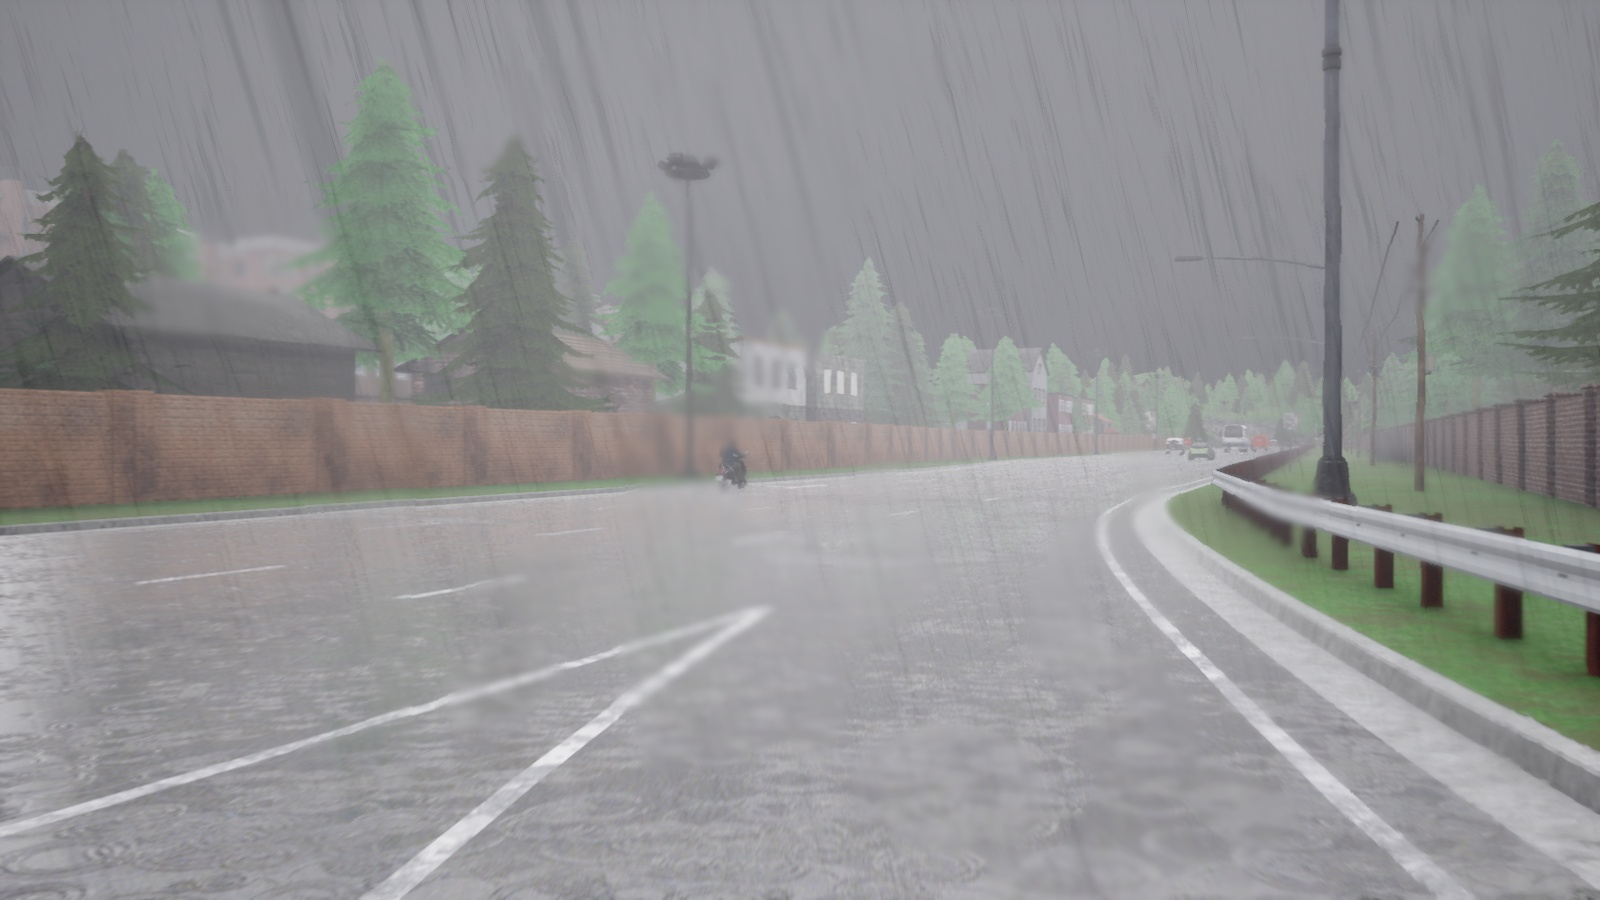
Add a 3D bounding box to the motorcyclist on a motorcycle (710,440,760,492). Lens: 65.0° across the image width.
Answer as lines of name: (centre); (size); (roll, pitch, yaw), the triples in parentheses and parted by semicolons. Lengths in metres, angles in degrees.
motorcyclist on a motorcycle: (-1.998, 0.478, 38.905); (0.866, 1.590, 1.817); (0, 0, 23)
